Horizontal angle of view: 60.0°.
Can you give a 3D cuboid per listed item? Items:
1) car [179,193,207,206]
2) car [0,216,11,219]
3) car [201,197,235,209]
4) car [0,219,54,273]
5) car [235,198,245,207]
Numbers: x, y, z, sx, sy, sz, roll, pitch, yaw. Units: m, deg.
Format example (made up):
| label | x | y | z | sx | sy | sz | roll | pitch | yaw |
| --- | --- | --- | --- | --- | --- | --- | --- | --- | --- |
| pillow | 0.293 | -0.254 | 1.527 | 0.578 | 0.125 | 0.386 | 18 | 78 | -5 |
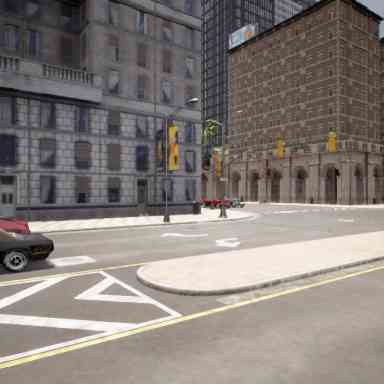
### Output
| label | x | y | z | sx | sy | sz | roll | pitch | yaw |
| --- | --- | --- | --- | --- | --- | --- | --- | --- | --- |
| car | 0.072 | 1.221 | 57.150 | 2.150 | 2.045 | 5.566 | 0 | 0 | -34 |
| car | -8.443 | 1.526 | 12.113 | 4.674 | 1.442 | 1.812 | 0 | 0 | -35 |
| car | 3.280 | 1.478 | 46.419 | 1.882 | 1.535 | 5.008 | 0 | 0 | -35 |
| car | -6.499 | 1.601 | 9.208 | 4.718 | 1.301 | 1.895 | 0 | 0 | -35 |
| car | 5.710 | 1.491 | 49.049 | 2.128 | 1.511 | 4.902 | 0 | 0 | -35 |
